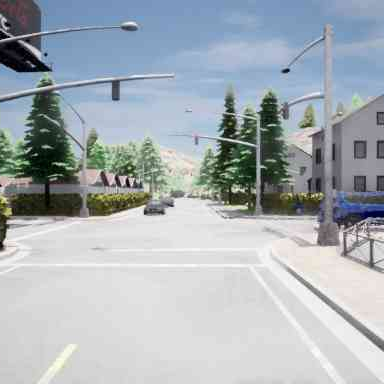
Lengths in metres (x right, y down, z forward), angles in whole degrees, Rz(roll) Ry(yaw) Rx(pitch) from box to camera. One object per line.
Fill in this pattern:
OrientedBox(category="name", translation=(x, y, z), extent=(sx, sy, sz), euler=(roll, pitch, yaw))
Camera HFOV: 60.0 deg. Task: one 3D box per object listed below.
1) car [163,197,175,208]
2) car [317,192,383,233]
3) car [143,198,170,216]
OrientedBox(category="car", translation=(-3.596, 1.477, 48.628), extent=(1.882, 1.535, 5.008), euler=(0, 0, 0))
OrientedBox(category="car", translation=(9.611, 1.030, 17.847), extent=(5.566, 2.045, 2.150), euler=(0, 0, -4))
OrientedBox(category="car", translation=(-3.609, 1.563, 32.826), extent=(1.994, 1.385, 4.181), euler=(0, 0, 0))
